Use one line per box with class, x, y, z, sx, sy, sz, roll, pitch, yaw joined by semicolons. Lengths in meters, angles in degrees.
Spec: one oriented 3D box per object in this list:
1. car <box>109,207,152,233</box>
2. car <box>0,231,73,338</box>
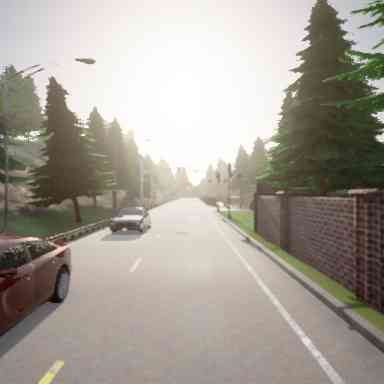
car;-3.626;1.647;20.576;2.033;1.411;5.357;0;0;0
car;-3.610;1.509;5.500;1.882;1.535;5.008;0;0;0
